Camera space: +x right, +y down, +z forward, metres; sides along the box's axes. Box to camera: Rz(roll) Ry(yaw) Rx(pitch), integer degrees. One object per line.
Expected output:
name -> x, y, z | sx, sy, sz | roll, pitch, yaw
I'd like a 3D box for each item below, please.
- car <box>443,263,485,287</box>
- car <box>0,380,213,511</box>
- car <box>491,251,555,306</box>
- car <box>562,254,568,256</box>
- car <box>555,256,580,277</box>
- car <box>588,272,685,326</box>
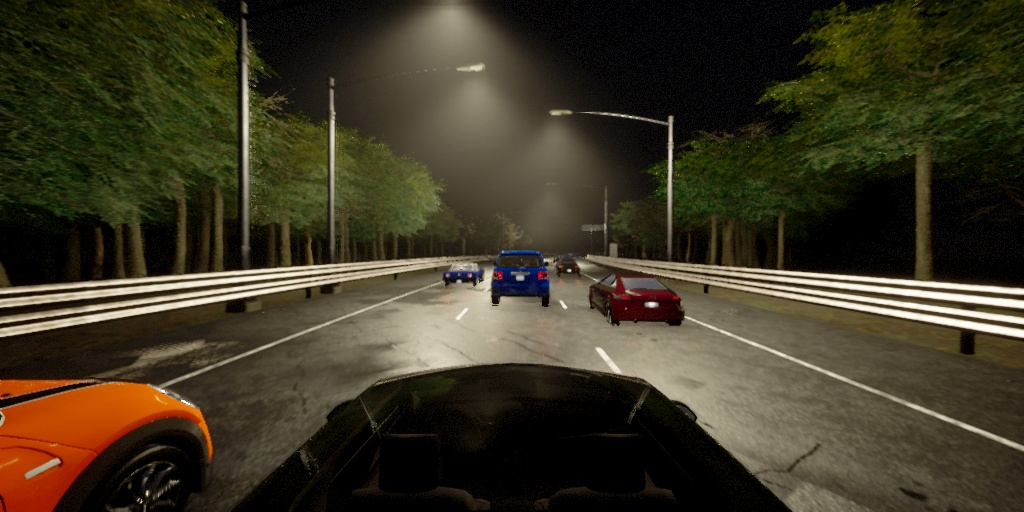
car -> -2.818, 1.096, 22.112 | 1.895, 1.301, 4.718 | 0, 1, 3
car -> -3.366, 1.108, 0.869 | 2.097, 1.767, 4.553 | 0, 1, 0
car -> 0.369, 0.810, 14.898 | 2.150, 2.045, 5.566 | 0, 1, 2
car -> 8.370, 0.584, 62.976 | 1.895, 1.301, 4.718 | 0, 1, 9
car -> 4.582, 0.933, 29.926 | 1.812, 1.442, 4.674 | 0, 1, 4
car -> 3.655, 1.201, 11.244 | 1.994, 1.385, 4.181 | 0, 1, 1
